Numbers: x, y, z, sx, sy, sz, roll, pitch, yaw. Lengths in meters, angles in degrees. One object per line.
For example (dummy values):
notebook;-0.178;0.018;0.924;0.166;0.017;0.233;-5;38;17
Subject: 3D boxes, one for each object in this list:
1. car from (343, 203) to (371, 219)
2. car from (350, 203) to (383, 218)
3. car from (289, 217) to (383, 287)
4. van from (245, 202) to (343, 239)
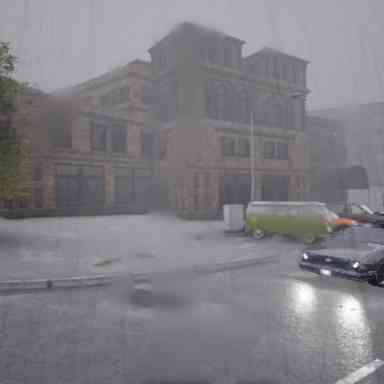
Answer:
car;7.363;1.694;18.921;4.553;1.767;2.185;0;-2;34
car;9.844;1.684;20.650;5.566;2.045;2.435;0;-3;34
car;5.484;1.659;9.780;5.357;1.411;2.033;2;-1;-35
van;5.064;1.489;17.088;4.442;1.987;1.878;0;-2;34
